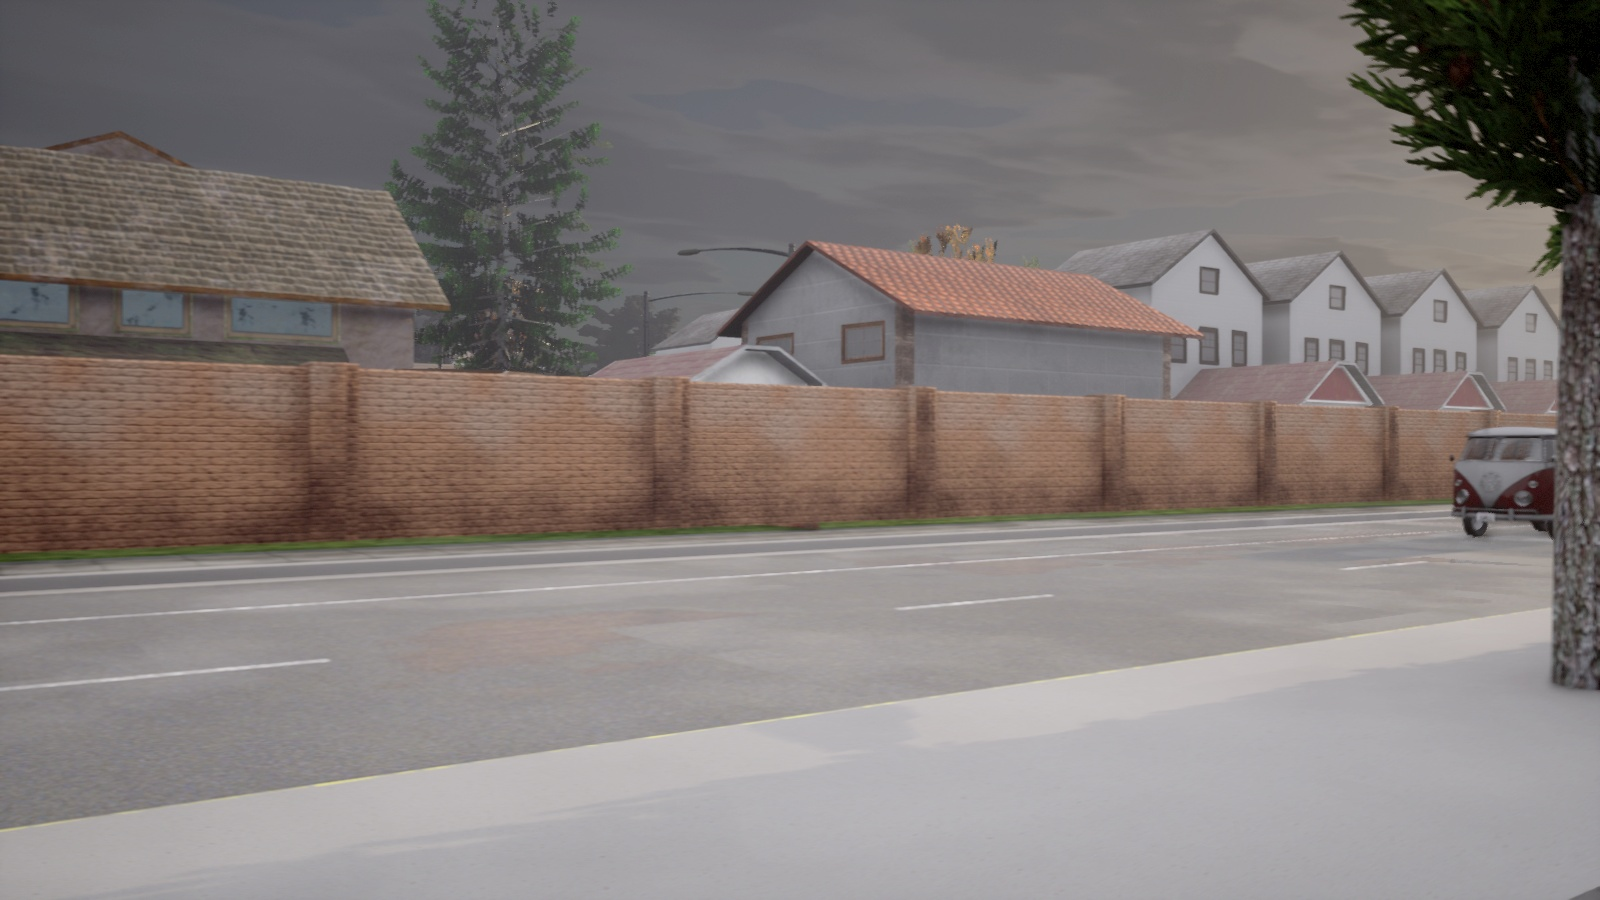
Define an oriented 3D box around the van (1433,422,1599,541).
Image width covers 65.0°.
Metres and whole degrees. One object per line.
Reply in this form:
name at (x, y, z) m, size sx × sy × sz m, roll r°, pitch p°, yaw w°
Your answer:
van at (13.593, 0.525, 22.868) m, size 4.442 × 1.987 × 1.775 m, roll 0°, pitch 0°, yaw -35°
